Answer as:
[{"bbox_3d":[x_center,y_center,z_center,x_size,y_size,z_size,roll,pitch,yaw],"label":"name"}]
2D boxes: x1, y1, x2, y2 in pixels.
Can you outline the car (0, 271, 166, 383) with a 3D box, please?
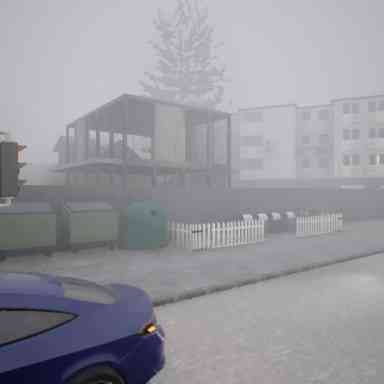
[{"bbox_3d":[-2.425,1.526,2.821,4.674,1.442,1.812,0,0,-37],"label":"car"}]
